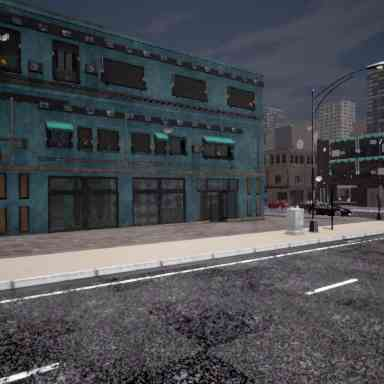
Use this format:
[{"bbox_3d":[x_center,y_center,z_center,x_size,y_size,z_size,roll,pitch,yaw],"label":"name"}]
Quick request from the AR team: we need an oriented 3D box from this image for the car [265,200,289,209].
[{"bbox_3d":[12.903,1.900,50.161,1.802,1.307,4.206,-2,0,-35],"label":"car"}]

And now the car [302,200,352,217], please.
[{"bbox_3d":[13.966,1.811,33.920,1.947,1.339,4.313,-1,0,-35],"label":"car"}]

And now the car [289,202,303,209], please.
[{"bbox_3d":[16.096,1.806,45.640,2.008,1.369,4.403,-2,0,-35],"label":"car"}]
